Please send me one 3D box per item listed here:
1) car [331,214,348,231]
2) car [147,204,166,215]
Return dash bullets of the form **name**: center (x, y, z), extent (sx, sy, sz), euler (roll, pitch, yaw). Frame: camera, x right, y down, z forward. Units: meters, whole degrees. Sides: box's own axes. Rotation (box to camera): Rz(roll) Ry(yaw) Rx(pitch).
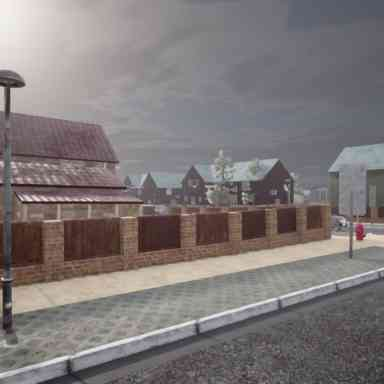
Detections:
- **car**: center (7.954, 1.812, 22.566), extent (2.128, 1.511, 4.902), euler (2, -2, -37)
- **car**: center (-3.963, 2.236, 38.998), extent (2.097, 1.767, 4.553), euler (1, -2, -36)
